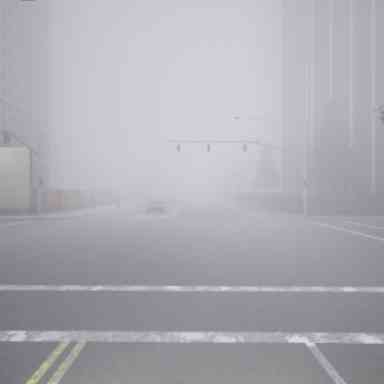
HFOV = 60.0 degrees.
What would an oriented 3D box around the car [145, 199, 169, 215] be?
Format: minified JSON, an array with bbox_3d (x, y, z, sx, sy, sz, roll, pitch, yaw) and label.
[{"bbox_3d":[-3.582,1.495,33.748,1.812,1.442,4.674,0,0,0],"label":"car"}]
